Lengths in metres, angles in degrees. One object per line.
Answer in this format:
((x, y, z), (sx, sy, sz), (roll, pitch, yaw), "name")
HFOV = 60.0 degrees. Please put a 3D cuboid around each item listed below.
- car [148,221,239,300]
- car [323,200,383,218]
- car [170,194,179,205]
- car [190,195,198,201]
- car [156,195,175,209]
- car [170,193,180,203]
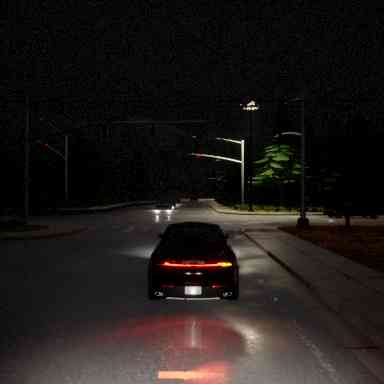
((0.041, 1.501, 8.354), (1.837, 1.490, 4.892), (0, 0, 0), "car")
((14.265, 1.504, 29.508), (5.008, 1.535, 1.882), (0, 0, 1), "car")
((-3.626, 1.547, 54.744), (2.033, 1.411, 5.357), (0, 0, 0), "car")
((0.485, 1.540, 80.393), (2.033, 1.411, 5.357), (0, 0, 2), "car")
((-3.634, 1.505, 44.297), (1.837, 1.490, 4.892), (0, 0, 0), "car")
((-3.488, 1.221, 65.375), (2.150, 2.045, 5.566), (0, 0, 1), "car")
